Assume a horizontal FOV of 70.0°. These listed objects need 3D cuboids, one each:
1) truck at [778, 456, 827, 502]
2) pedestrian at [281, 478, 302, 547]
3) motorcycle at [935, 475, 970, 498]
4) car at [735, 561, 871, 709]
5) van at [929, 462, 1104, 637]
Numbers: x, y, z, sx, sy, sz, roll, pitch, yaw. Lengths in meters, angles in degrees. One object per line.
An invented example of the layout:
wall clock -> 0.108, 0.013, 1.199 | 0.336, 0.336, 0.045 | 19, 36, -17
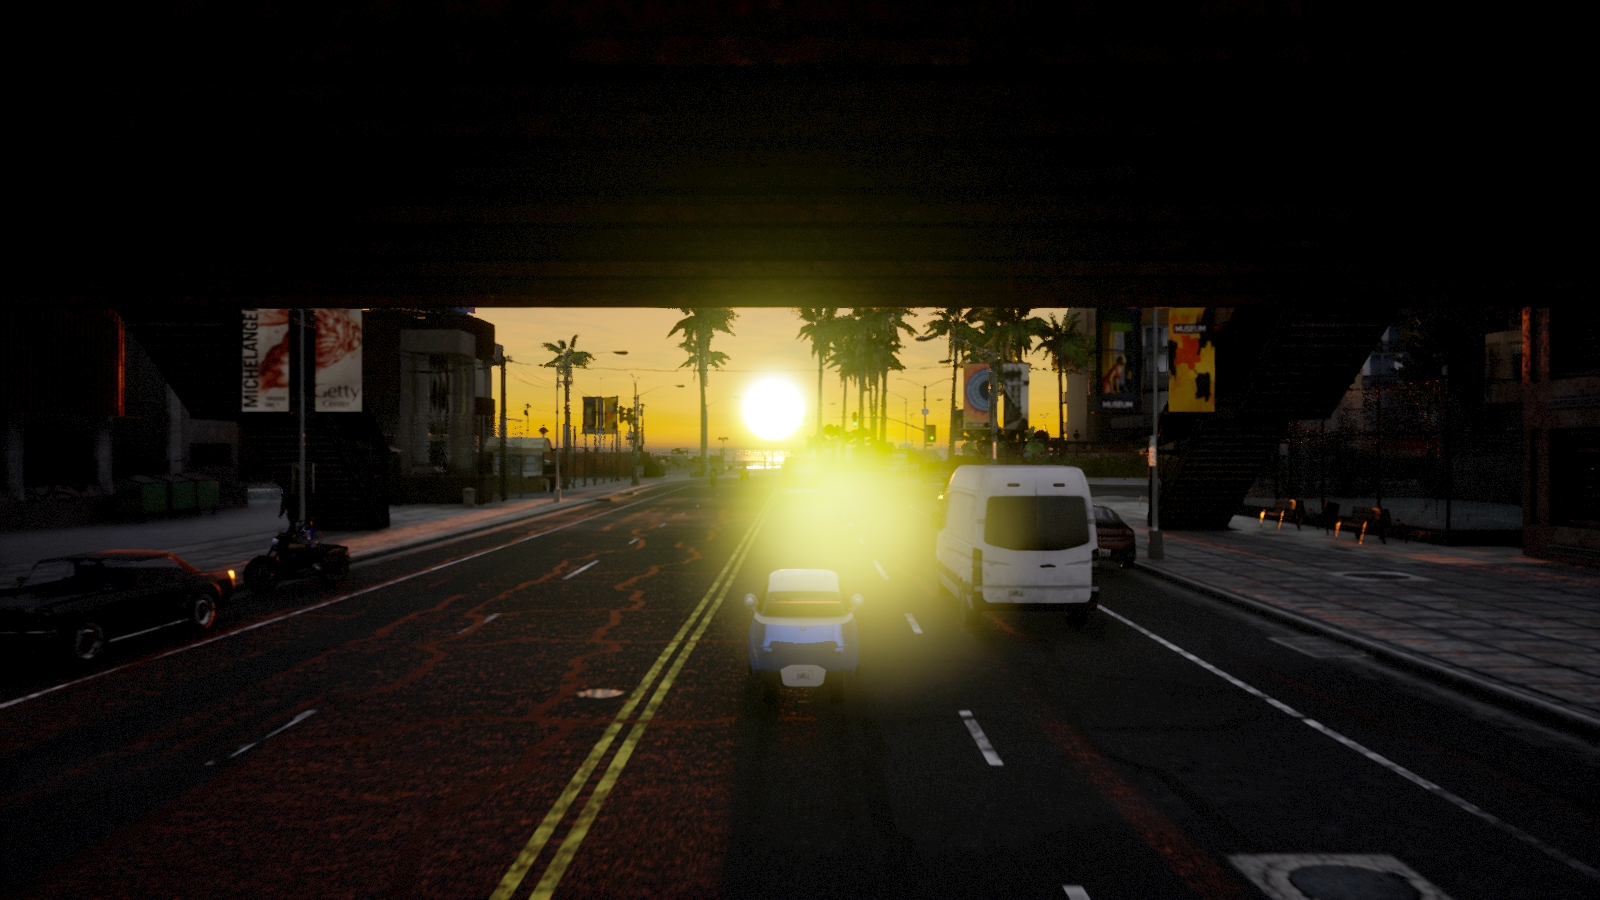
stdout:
truck -> 0.145, 1.566, 63.977 | 2.627, 2.467, 5.204 | 0, 0, 0
pedestrian -> -13.801, 1.697, 31.019 | 0.375, 1.860, 0.375 | 0, 0, 6
motorcycle -> 9.256, 2.201, 69.177 | 2.209, 1.251, 0.867 | 0, 2, -44
car -> 0.045, 2.119, 13.506 | 1.481, 1.376, 2.207 | 0, 0, 0
van -> 3.589, 1.533, 20.121 | 1.988, 2.561, 5.915 | 0, 0, 0
